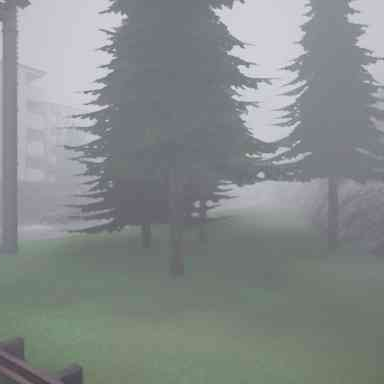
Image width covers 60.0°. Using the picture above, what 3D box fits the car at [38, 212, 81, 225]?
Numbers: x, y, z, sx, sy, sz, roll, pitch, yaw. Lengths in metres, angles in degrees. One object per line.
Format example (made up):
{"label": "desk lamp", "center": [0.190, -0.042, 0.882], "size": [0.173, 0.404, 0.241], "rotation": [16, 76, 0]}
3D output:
{"label": "car", "center": [-9.608, 1.801, 26.750], "size": [2.033, 1.411, 5.357], "rotation": [0, 0, 24]}
